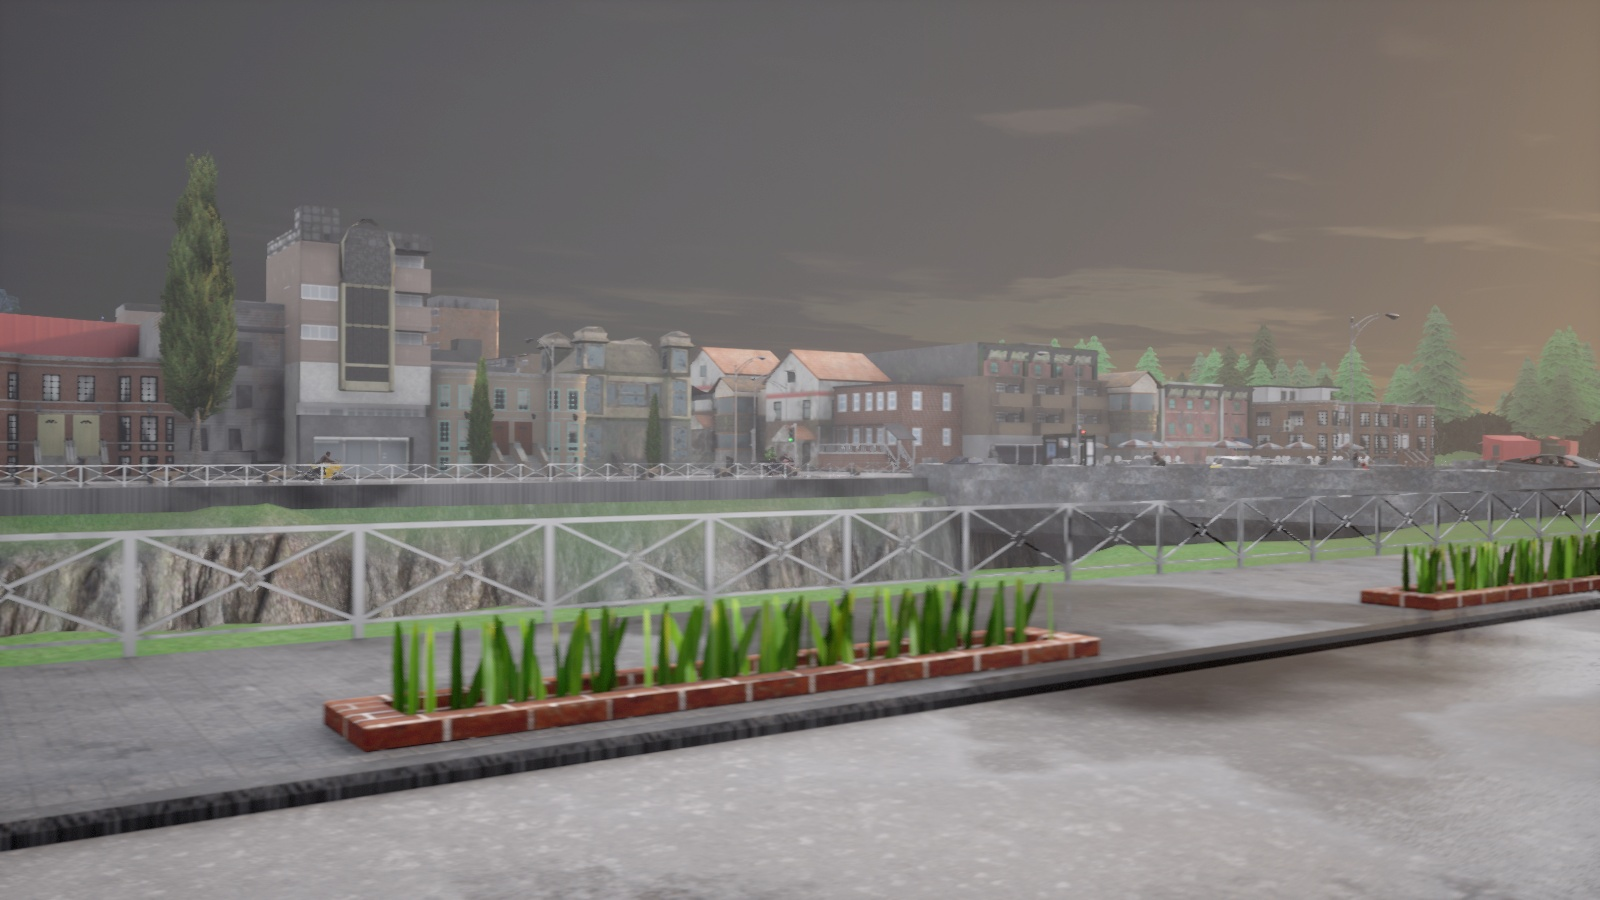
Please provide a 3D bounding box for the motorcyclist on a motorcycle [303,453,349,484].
[{"bbox_3d":[-23.753,0.931,62.927,2.044,1.523,0.797,0,0,-35],"label":"motorcyclist on a motorcycle"}]

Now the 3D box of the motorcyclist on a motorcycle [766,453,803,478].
[{"bbox_3d":[-0.958,0.975,78.834,2.191,1.530,0.866,0,0,-36],"label":"motorcyclist on a motorcycle"}]

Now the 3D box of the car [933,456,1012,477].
[{"bbox_3d":[10.743,1.015,78.441,1.895,1.301,4.718,0,0,-45],"label":"car"}]

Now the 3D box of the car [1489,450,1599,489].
[{"bbox_3d":[30.400,0.751,50.279,2.007,1.525,4.514,0,0,-34],"label":"car"}]
